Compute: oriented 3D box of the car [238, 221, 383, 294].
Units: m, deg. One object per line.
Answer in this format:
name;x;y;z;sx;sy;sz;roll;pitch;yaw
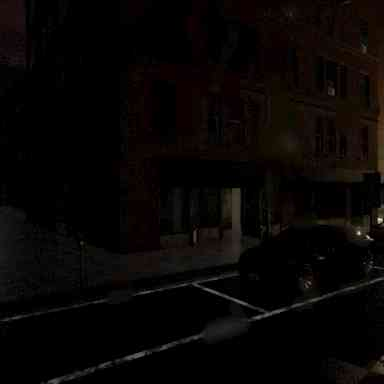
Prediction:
car;3.175;1.566;8.809;4.313;1.339;1.947;0;0;-36
